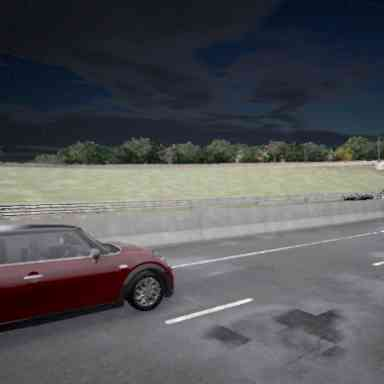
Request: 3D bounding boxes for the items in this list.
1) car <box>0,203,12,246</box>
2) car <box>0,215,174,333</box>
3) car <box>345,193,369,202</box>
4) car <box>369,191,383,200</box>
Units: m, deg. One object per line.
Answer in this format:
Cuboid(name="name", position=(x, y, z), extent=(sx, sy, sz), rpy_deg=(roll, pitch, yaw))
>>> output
Cuboid(name="car", position=(-10.249, 1.397, 13.861), extent=(4.553, 1.767, 2.097), rpy_deg=(0, 0, -36))
Cuboid(name="car", position=(-2.567, 1.364, 6.213), extent=(4.553, 1.767, 2.097), rpy_deg=(0, 0, -36))
Cuboid(name="car", position=(23.659, 0.849, 46.924), extent=(4.718, 1.301, 1.895), rpy_deg=(-2, 1, -35))
Cuboid(name="car", position=(26.227, 0.573, 44.456), extent=(4.553, 1.767, 2.097), rpy_deg=(-2, 1, -35))
